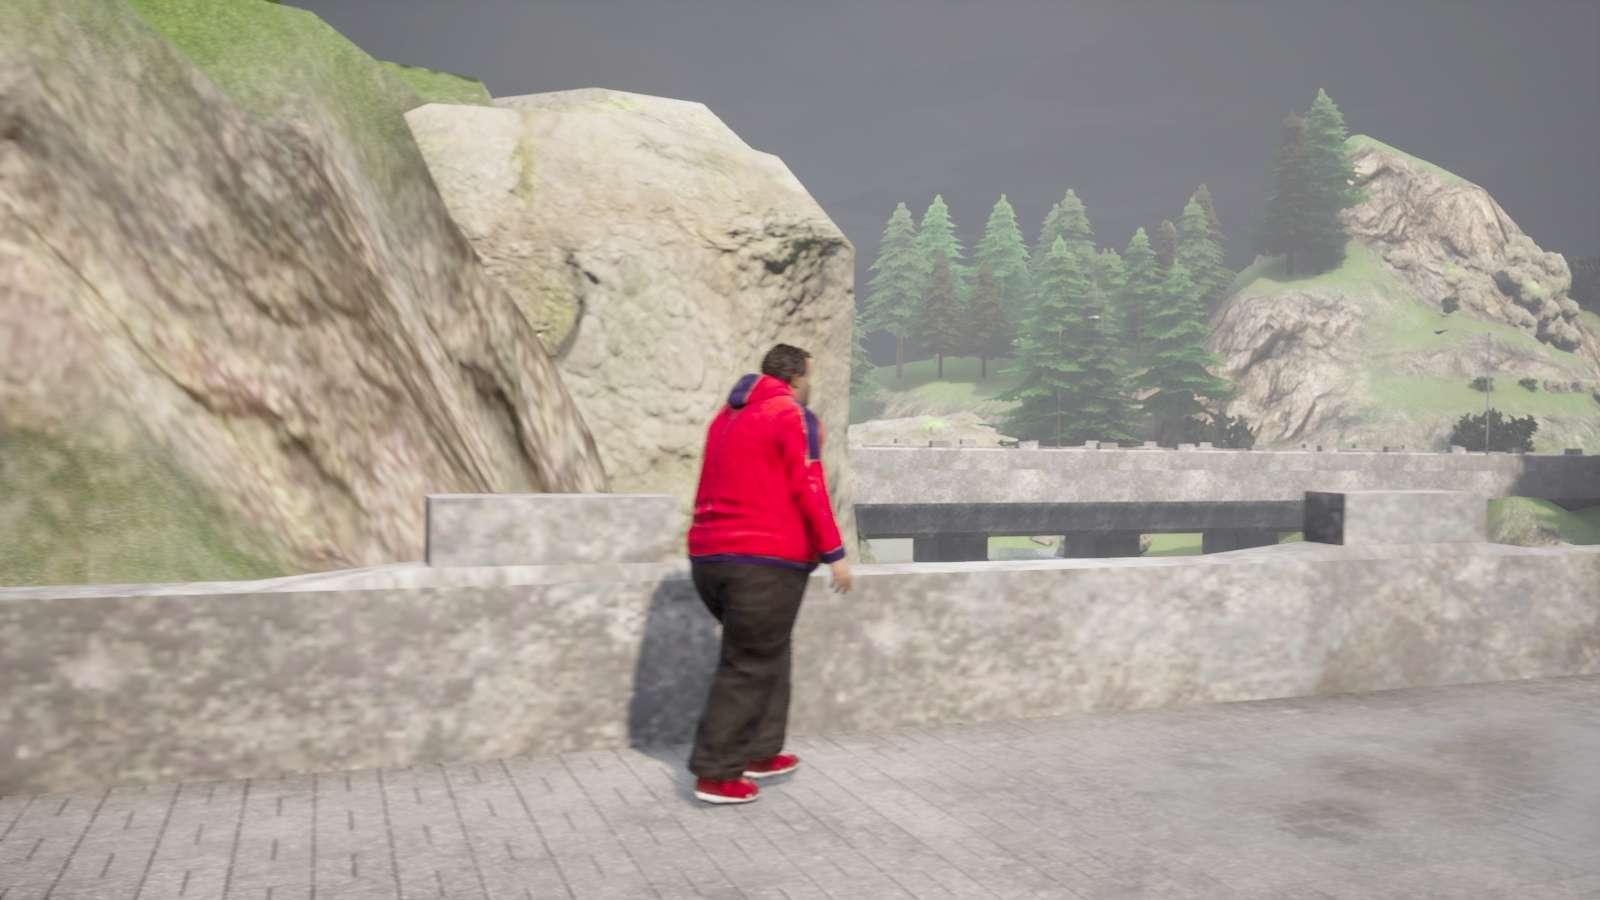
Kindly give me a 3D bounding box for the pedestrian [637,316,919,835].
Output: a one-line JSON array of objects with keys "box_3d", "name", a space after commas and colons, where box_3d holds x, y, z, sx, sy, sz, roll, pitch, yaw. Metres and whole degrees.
[{"box_3d": [-0.087, 0.439, 4.962, 0.899, 1.844, 0.634, -1, 1, -33], "name": "pedestrian"}]
